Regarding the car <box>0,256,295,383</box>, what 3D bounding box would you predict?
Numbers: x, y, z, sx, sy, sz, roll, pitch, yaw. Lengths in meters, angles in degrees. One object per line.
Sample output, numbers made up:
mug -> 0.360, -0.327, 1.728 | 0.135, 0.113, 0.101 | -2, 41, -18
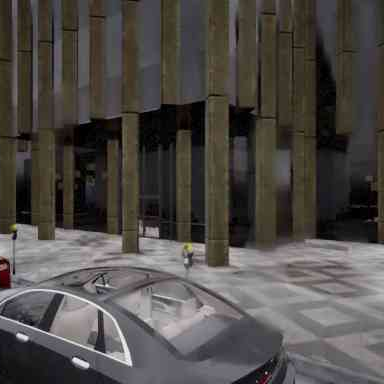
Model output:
car -> -1.120, 1.551, 3.767 | 4.403, 1.369, 2.008 | 0, 0, 36
